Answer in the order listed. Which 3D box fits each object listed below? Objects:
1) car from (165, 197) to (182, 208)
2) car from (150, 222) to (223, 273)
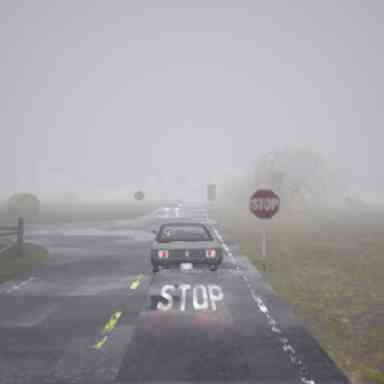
[{"bbox_3d":[-2.858,1.535,48.261,1.812,1.442,4.674,0,0,0],"label":"car"},{"bbox_3d":[-0.336,1.597,10.656,1.895,1.301,4.718,0,0,-5],"label":"car"}]
